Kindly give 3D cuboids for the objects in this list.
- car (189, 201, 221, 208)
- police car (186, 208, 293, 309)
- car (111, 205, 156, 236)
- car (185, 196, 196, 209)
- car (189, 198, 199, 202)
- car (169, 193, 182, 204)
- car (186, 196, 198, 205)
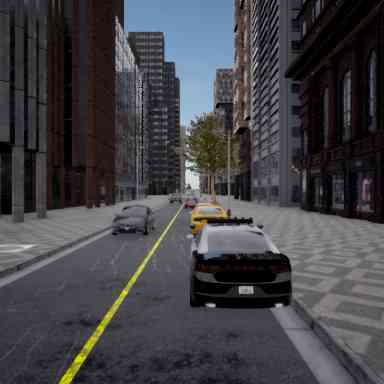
[{"bbox_3d":[0.897,1.478,18.005,1.882,1.535,5.008,0,0,0],"label":"car"},{"bbox_3d":[0.899,1.425,8.115,1.930,1.638,5.238,0,0,0],"label":"police car"},{"bbox_3d":[-3.104,1.505,18.368,1.837,1.490,4.892,0,0,0],"label":"car"},{"bbox_3d":[0.013,1.563,45.951,1.994,1.385,4.181,0,0,1],"label":"car"},{"bbox_3d":[0.896,1.455,24.196,1.801,1.575,5.366,0,0,0],"label":"car"},{"bbox_3d":[-3.008,1.219,62.468,2.150,2.045,5.566,0,0,0],"label":"car"},{"bbox_3d":[-0.008,1.475,58.558,1.882,1.535,5.008,0,0,0],"label":"car"}]
